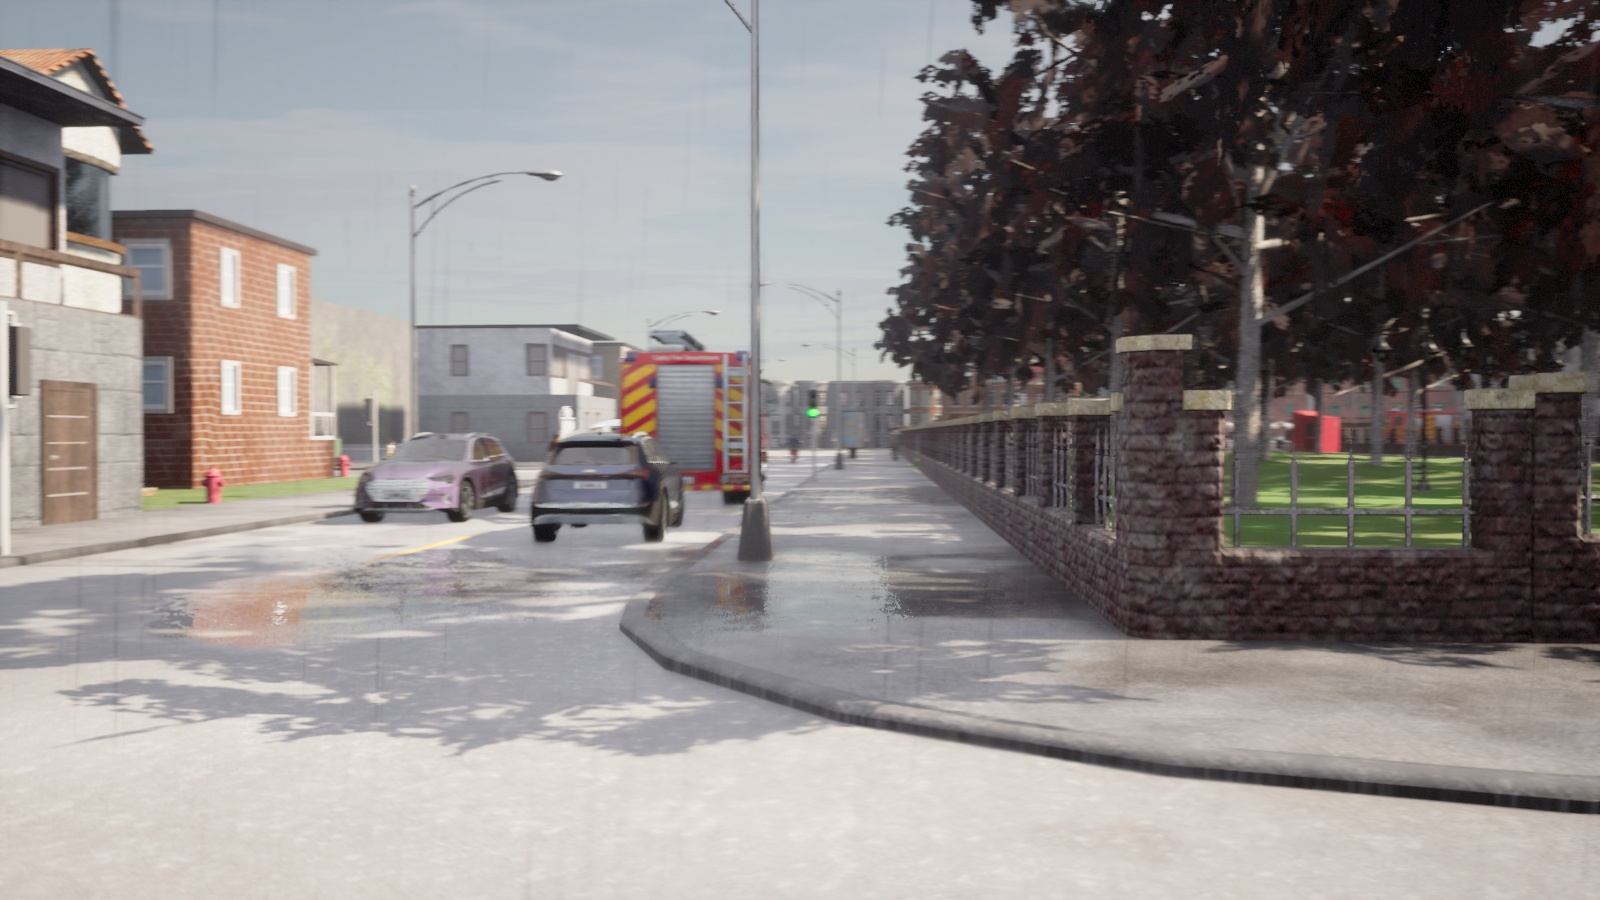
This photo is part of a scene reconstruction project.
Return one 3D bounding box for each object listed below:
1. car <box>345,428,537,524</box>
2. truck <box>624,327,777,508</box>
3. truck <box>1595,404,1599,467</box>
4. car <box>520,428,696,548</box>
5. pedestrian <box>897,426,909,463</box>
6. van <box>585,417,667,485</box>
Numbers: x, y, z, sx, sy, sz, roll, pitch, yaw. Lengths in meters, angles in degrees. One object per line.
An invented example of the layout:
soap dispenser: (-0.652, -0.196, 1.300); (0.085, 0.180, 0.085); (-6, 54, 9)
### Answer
car: (-6.730, 0.410, 24.182); (2.033, 1.649, 4.856); (0, 1, 4)
truck: (-2.197, -0.745, 30.873); (2.891, 3.827, 8.468); (0, 1, 1)
truck: (45.427, -0.754, 65.821); (2.891, 3.462, 7.936); (0, 1, 4)
car: (-2.874, 0.487, 19.924); (2.033, 1.649, 4.856); (0, 1, 0)
pedestrian: (5.492, -0.296, 67.045); (0.659, 1.952, 0.873); (0, 1, 4)
van: (-5.636, -0.021, 41.207); (2.069, 2.038, 4.480); (0, 2, 0)
